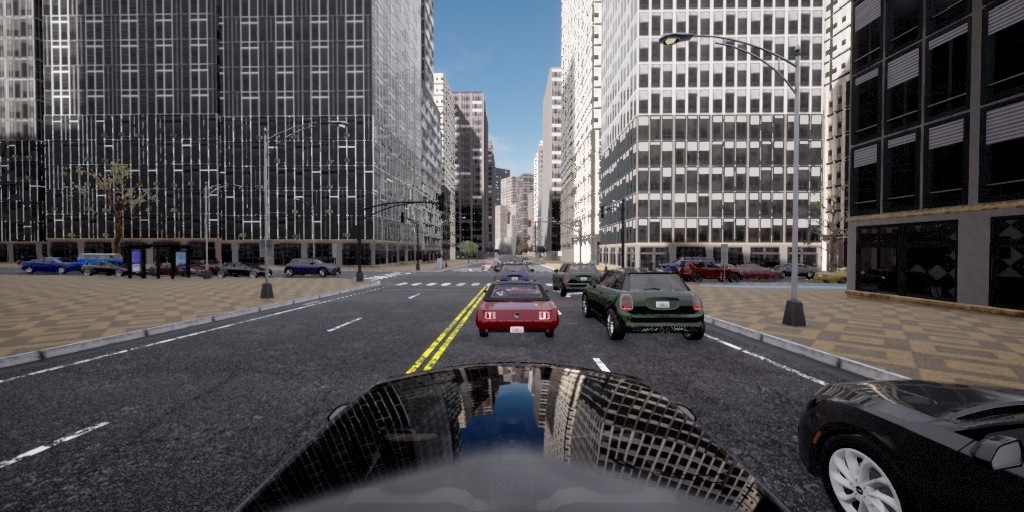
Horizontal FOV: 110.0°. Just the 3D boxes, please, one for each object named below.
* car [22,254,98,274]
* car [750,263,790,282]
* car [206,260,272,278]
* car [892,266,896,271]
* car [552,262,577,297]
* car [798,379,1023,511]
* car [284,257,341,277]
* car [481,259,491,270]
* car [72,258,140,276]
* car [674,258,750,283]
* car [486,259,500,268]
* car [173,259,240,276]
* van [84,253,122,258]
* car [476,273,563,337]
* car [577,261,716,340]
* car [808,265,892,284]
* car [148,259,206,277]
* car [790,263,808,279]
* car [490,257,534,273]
[{"bbox_3d":[-42.386,0.862,33.443,5.008,1.535,1.882,1,1,2],"label":"car"},{"bbox_3d":[21.656,1.486,32.154,4.674,1.442,1.812,0,1,1],"label":"car"},{"bbox_3d":[-22.679,1.174,30.284,4.313,1.339,1.948,0,0,1],"label":"car"},{"bbox_3d":[33.163,1.684,29.358,4.207,1.307,1.802,0,0,1],"label":"car"},{"bbox_3d":[3.381,1.093,19.028,2.097,1.767,4.553,0,0,0],"label":"car"},{"bbox_3d":[3.342,1.255,1.036,1.837,1.490,4.892,0,0,0],"label":"car"},{"bbox_3d":[-18.176,0.957,32.854,4.553,1.767,2.097,1,1,2],"label":"car"},{"bbox_3d":[-3.238,1.241,50.655,1.812,1.442,4.674,0,0,0],"label":"car"},{"bbox_3d":[-34.043,1.069,30.612,4.313,1.339,1.948,0,0,1],"label":"car"},{"bbox_3d":[16.245,1.269,29.681,5.009,1.841,2.192,0,0,1],"label":"car"},{"bbox_3d":[-3.213,1.251,60.343,2.033,1.411,5.357,0,0,0],"label":"car"},{"bbox_3d":[-28.162,1.040,33.116,4.674,1.442,1.812,0,1,1],"label":"car"},{"bbox_3d":[-45.217,0.605,39.294,3.998,1.789,1.690,0,0,1],"label":"van"},{"bbox_3d":[0.113,1.347,10.187,1.895,1.301,4.718,0,0,0],"label":"car"},{"bbox_3d":[3.357,1.098,10.091,2.097,1.767,4.553,0,0,0],"label":"car"},{"bbox_3d":[27.693,1.579,29.462,4.829,1.417,1.751,0,0,1],"label":"car"},{"bbox_3d":[-28.362,1.138,30.428,4.207,1.307,1.802,0,0,1],"label":"car"},{"bbox_3d":[27.224,1.449,35.244,4.902,1.511,2.128,1,1,1],"label":"car"},{"bbox_3d":[0.132,1.092,19.180,2.097,1.767,4.553,0,0,0],"label":"car"}]
